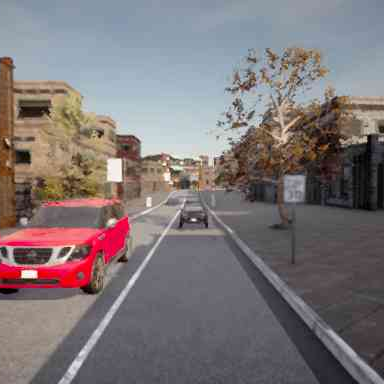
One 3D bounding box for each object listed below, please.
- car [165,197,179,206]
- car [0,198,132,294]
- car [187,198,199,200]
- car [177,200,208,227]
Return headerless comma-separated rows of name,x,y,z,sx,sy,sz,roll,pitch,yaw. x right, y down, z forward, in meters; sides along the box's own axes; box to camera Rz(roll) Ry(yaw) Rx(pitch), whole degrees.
car,-3.034,1.417,52.081,1.994,1.385,4.181,0,1,0
car,-3.098,1.216,9.100,2.150,2.045,5.566,0,0,0
car,0.120,1.454,42.229,1.882,1.535,5.008,0,0,0
car,0.110,1.514,22.455,1.812,1.442,4.674,0,0,0
